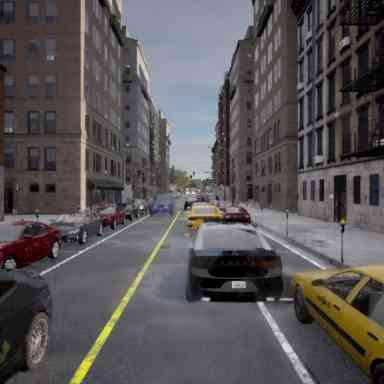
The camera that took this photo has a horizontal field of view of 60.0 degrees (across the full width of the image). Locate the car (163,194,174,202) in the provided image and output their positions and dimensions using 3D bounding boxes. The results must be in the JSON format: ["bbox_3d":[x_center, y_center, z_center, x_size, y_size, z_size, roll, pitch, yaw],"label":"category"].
[{"bbox_3d":[-5.422,1.300,76.473,2.192,1.841,5.009,0,0,0],"label":"car"}]

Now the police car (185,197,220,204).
[{"bbox_3d":[0.707,1.422,24.407,1.930,1.638,5.238,0,0,-2],"label":"police car"}]

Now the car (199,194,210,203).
[{"bbox_3d":[2.697,1.301,70.970,2.192,1.841,5.009,0,0,0],"label":"car"}]

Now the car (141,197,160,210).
[{"bbox_3d":[-5.391,1.433,43.913,1.967,1.590,4.097,0,0,0],"label":"car"}]

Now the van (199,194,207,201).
[{"bbox_3d":[2.688,1.324,81.978,1.690,1.788,3.998,0,0,0],"label":"van"}]

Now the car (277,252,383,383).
[{"bbox_3d":[2.635,1.525,4.308,1.752,1.417,4.829,0,0,0],"label":"car"}]

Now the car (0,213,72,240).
[{"bbox_3d":[-5.390,1.544,9.820,1.887,1.381,4.507,0,0,0],"label":"car"}]

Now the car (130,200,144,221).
[{"bbox_3d":[-5.390,1.563,26.867,1.947,1.339,4.313,0,0,0],"label":"car"}]

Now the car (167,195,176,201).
[{"bbox_3d":[-5.418,1.532,87.480,2.008,1.369,4.403,0,0,0],"label":"car"}]

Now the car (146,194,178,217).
[{"bbox_3d":[-2.753,1.217,32.047,2.150,2.045,5.566,0,0,0],"label":"car"}]

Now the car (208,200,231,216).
[{"bbox_3d":[2.635,1.540,32.550,1.887,1.381,4.507,0,0,0],"label":"car"}]

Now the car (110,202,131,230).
[{"bbox_3d":[-5.390,1.542,21.185,1.887,1.381,4.507,0,0,0],"label":"car"}]

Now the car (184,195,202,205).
[{"bbox_3d":[0.009,1.471,42.463,1.882,1.535,5.008,0,0,0],"label":"car"}]

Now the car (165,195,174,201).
[{"bbox_3d":[-5.420,1.549,81.976,1.947,1.339,4.313,0,0,0],"label":"car"}]

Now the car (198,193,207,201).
[{"bbox_3d":[2.683,1.296,87.482,2.192,1.841,5.009,0,0,0],"label":"car"}]

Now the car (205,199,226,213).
[{"bbox_3d":[2.635,1.545,38.232,2.008,1.369,4.403,0,0,0],"label":"car"}]

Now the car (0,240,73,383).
[{"bbox_3d":[-2.851,1.525,2.979,1.812,1.442,4.674,0,0,0],"label":"car"}]

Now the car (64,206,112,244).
[{"bbox_3d":[-5.390,1.549,15.502,2.008,1.369,4.403,0,0,0],"label":"car"}]

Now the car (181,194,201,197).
[{"bbox_3d":[0.339,1.515,51.777,1.812,1.442,4.674,0,0,23],"label":"car"}]

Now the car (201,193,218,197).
[{"bbox_3d":[2.634,1.308,43.914,2.192,1.841,5.009,0,0,0],"label":"car"}]

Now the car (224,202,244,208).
[{"bbox_3d":[2.635,1.542,21.185,1.887,1.381,4.507,0,0,0],"label":"car"}]

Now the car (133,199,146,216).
[{"bbox_3d":[-5.390,1.436,32.549,1.967,1.590,4.097,0,0,0],"label":"car"}]

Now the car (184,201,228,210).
[{"bbox_3d":[0.716,1.480,18.353,1.882,1.535,5.008,0,0,2],"label":"car"}]

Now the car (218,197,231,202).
[{"bbox_3d":[2.635,1.437,26.868,1.967,1.590,4.097,0,0,0],"label":"car"}]

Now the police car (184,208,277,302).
[{"bbox_3d":[0.823,1.425,8.435,1.930,1.638,5.238,0,0,0],"label":"police car"}]
